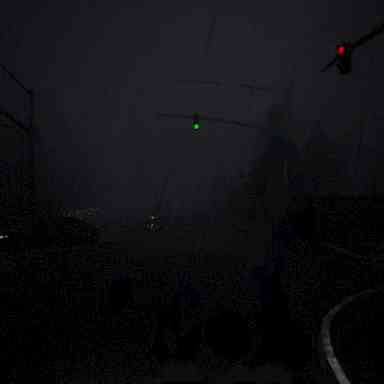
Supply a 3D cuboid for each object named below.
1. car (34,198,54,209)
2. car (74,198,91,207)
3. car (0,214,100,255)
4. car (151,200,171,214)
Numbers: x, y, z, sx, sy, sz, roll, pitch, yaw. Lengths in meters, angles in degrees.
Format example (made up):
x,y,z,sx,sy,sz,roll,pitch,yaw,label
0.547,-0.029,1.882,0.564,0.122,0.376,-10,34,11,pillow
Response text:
x,y,z,sx,sy,sz,roll,pitch,yaw,label
-20.475,1.628,45.419,1.970,1.475,3.806,0,0,0,car
-17.416,1.657,52.808,1.845,1.501,3.633,0,0,0,car
-5.967,1.641,13.732,4.181,1.385,1.994,0,1,-41,car
-3.472,1.687,37.836,1.882,1.535,5.008,0,0,0,car
